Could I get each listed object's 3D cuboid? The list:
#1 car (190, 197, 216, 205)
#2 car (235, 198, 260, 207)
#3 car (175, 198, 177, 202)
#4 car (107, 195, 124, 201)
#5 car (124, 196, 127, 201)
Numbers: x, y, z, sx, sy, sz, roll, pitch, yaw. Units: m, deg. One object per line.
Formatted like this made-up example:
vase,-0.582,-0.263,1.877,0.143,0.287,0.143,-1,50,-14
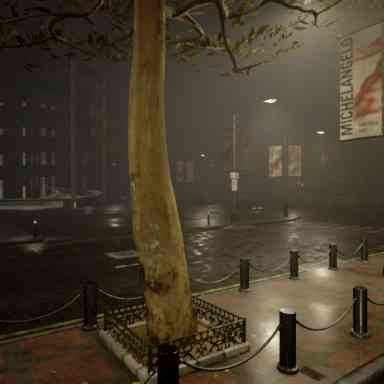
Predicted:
car,1.879,1.547,58.032,2.033,1.411,5.357,0,0,-38
car,8.026,1.564,49.566,1.994,1.385,4.181,0,0,-35
car,-5.073,1.477,65.902,5.008,1.535,1.882,0,0,41
car,-19.000,1.474,77.400,4.674,1.442,1.812,0,0,12
car,-18.040,1.464,80.766,4.674,1.442,1.812,0,0,12
